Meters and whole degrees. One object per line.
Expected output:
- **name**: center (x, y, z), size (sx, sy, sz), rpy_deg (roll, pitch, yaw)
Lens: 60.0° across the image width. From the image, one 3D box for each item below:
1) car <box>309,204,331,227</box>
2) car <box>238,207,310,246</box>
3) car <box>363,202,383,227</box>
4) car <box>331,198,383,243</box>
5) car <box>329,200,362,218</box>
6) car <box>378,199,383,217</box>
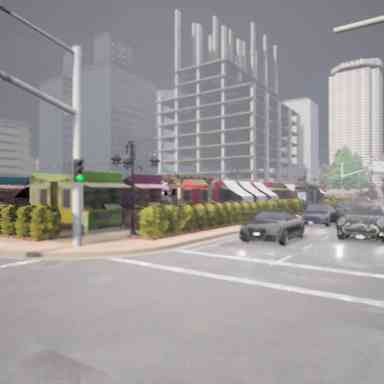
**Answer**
- **car**: center (8.981, 1.553, 23.209), size (2.033, 1.411, 5.357), rpy_deg (0, 0, 34)
- **car**: center (3.805, 1.569, 15.550), size (1.994, 1.385, 4.181), rpy_deg (0, 0, 34)
- **car**: center (13.464, 1.529, 23.570), size (1.812, 1.442, 4.674), rpy_deg (0, 0, 34)
- **car**: center (8.518, 1.355, 16.272), size (2.097, 1.767, 4.553), rpy_deg (0, 0, 34)
- **car**: center (14.621, 1.554, 31.548), size (2.033, 1.411, 5.357), rpy_deg (0, 0, 34)
- **car**: center (19.093, 1.508, 31.900), size (1.837, 1.490, 4.892), rpy_deg (0, 0, 34)
